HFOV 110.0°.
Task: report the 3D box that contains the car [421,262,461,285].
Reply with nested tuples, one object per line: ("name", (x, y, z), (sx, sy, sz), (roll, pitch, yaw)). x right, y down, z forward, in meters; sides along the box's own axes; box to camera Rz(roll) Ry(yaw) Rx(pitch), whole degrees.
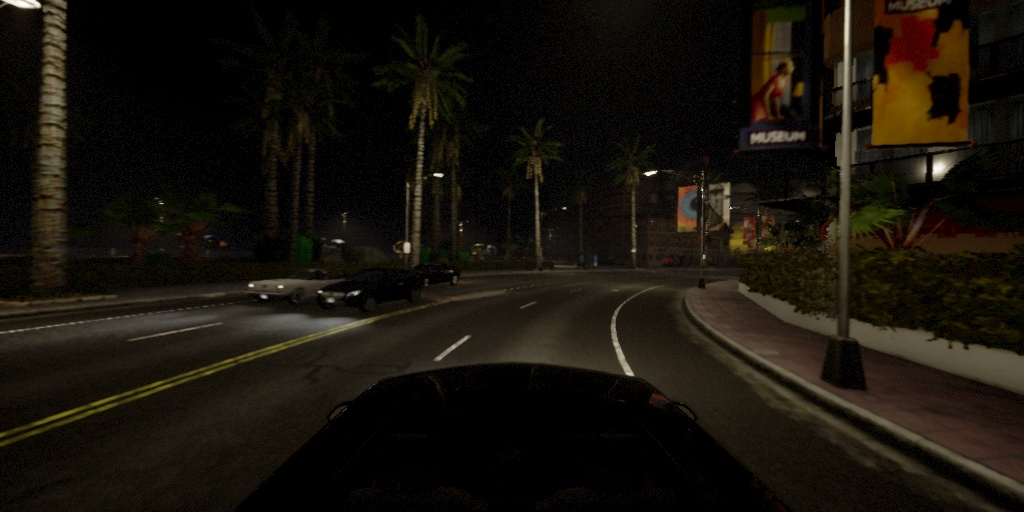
("car", (-5.169, 1.157, 22.851), (1.837, 1.490, 4.892), (1, 0, 26))

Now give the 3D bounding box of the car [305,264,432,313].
("car", (-5.168, 1.180, 13.754), (1.812, 1.442, 4.674), (1, 0, 17))

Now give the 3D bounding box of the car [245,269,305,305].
("car", (-8.405, 1.195, 15.198), (1.895, 1.301, 4.718), (1, 0, 17))
